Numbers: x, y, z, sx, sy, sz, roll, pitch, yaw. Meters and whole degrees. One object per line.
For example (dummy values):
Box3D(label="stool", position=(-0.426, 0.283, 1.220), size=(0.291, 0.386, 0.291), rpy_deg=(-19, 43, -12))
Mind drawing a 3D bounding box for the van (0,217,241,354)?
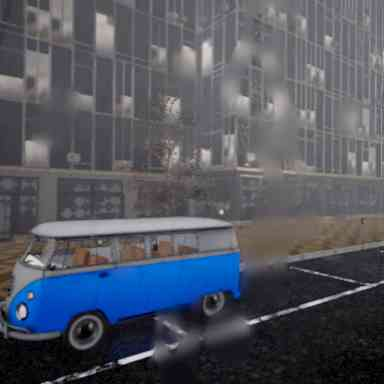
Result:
Box3D(label="van", position=(-0.969, 1.369, 5.869), size=(3.998, 1.788, 1.690), rpy_deg=(1, 0, -36))
